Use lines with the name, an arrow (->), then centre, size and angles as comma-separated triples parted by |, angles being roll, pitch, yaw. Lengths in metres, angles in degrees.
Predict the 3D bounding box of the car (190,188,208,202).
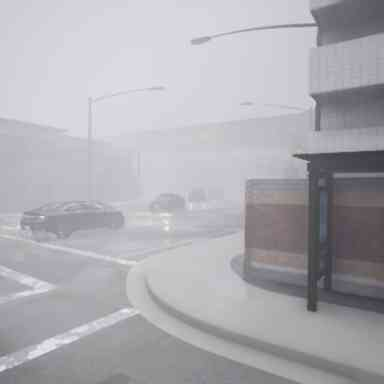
car -> 0.640, 0.287, 42.034 | 2.097, 1.767, 4.553 | 1, 1, 1

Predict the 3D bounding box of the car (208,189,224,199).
car -> 3.624, 0.299, 51.769 | 1.837, 1.490, 4.892 | 1, 1, -11

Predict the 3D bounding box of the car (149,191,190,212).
car -> -2.034, 0.842, 28.675 | 1.812, 1.442, 4.674 | 1, 2, 20

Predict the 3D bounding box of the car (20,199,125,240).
car -> -5.207, 1.153, 15.214 | 2.128, 1.511, 4.902 | 1, 1, 33

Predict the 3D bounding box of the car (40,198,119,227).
car -> -6.573, 1.121, 19.890 | 1.994, 1.385, 4.181 | 1, 2, 32

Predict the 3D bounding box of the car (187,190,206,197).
car -> 0.818, 0.264, 61.691 | 1.994, 1.385, 4.181 | 0, 0, -24
